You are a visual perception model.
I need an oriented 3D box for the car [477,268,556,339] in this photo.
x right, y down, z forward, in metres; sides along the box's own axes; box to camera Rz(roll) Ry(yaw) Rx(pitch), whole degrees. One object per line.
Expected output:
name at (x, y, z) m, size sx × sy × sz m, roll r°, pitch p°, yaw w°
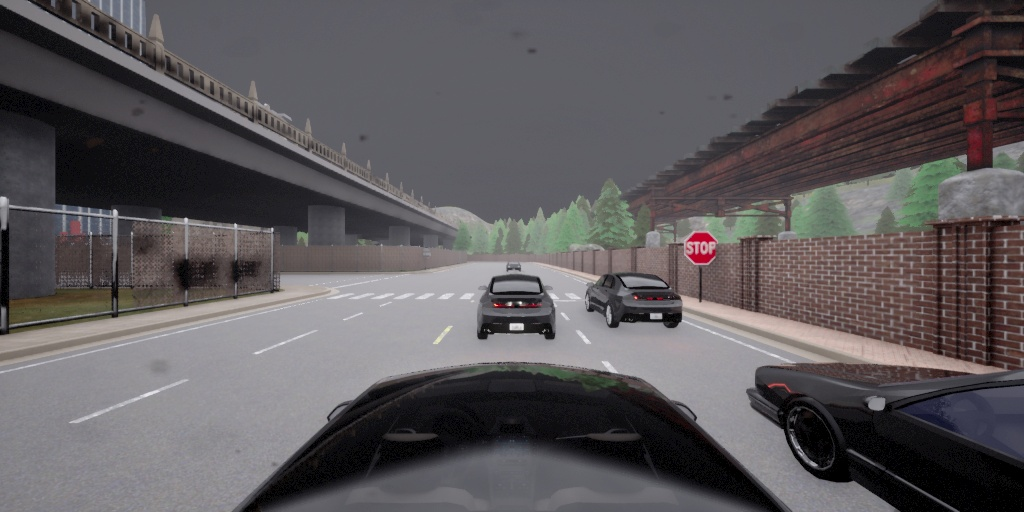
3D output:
car at (0.102, 1.255, 10.009) m, size 1.837 × 1.490 × 4.892 m, roll 0°, pitch 0°, yaw 0°

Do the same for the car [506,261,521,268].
car at (0.203, 1.351, 46.293) m, size 1.895 × 1.301 × 4.718 m, roll 0°, pitch 0°, yaw -1°

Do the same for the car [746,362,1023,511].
car at (3.600, 1.297, 1.620) m, size 2.033 × 1.411 × 5.357 m, roll 0°, pitch 0°, yaw 0°

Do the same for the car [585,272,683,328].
car at (3.604, 1.255, 11.366) m, size 1.837 × 1.490 × 4.892 m, roll 0°, pitch 0°, yaw 0°
